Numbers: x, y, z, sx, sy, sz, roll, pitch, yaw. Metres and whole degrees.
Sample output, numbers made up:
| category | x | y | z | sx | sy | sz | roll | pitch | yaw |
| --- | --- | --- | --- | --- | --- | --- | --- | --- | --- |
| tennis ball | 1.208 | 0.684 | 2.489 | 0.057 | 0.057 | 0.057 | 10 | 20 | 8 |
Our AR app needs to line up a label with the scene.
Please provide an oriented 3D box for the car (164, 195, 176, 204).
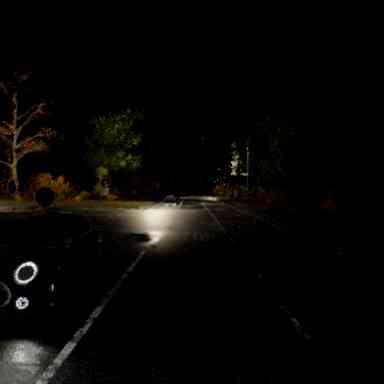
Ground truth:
| category | x | y | z | sx | sy | sz | roll | pitch | yaw |
| --- | --- | --- | --- | --- | --- | --- | --- | --- | --- |
| car | -3.558 | 1.195 | 55.698 | 2.033 | 1.411 | 5.357 | 0 | 0 | 0 |

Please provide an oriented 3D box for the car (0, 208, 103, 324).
| category | x | y | z | sx | sy | sz | roll | pitch | yaw |
| --- | --- | --- | --- | --- | --- | --- | --- | --- | --- |
| car | -3.499 | 1.303 | 7.309 | 2.097 | 1.767 | 4.553 | 0 | 0 | 0 |
